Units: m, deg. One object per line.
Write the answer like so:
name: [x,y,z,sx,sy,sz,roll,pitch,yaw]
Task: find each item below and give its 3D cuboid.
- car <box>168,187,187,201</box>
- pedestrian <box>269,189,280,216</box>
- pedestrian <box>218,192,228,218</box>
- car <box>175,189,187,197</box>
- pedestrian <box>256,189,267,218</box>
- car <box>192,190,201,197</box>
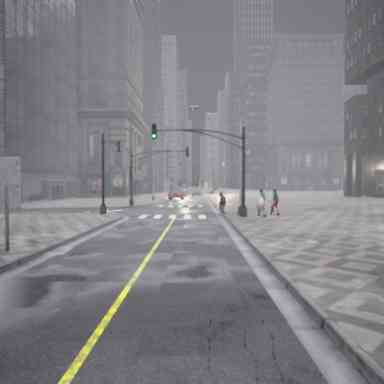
car: [-2.410,0.216,51.237,2.150,2.045,5.566,0,1,1]
pedestrian: [5.487,0.690,22.102,0.375,1.860,0.375,0,1,1]
pedestrian: [2.094,0.842,22.769,0.375,1.860,0.375,0,1,1]
car: [-2.152,0.184,67.184,2.128,1.511,4.902,0,1,1]
pedestrian: [4.515,0.712,21.515,0.375,1.860,0.375,0,1,1]
car: [0.878,0.218,68.022,2.033,1.411,5.357,0,1,1]
